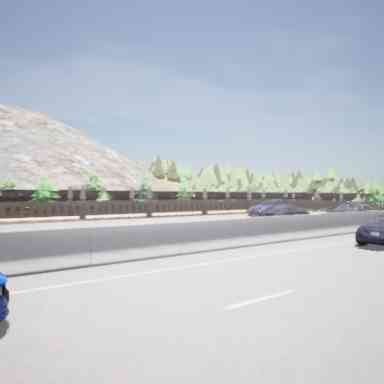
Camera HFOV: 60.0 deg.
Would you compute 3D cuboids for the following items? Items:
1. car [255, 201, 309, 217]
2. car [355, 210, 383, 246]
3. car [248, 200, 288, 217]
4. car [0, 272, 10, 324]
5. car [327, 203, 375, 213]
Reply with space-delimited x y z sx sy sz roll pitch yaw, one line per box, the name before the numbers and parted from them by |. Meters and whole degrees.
car | 7.473 1.702 26.593 4.181 1.385 1.994 0 0 -36
car | 8.965 1.656 14.493 4.181 1.385 1.994 0 0 -36
car | 7.346 1.508 30.810 4.553 1.767 2.097 0 0 -36
car | -5.193 1.478 4.293 5.008 1.535 1.882 0 0 -36
car | 12.358 1.643 25.791 4.902 1.511 2.128 0 0 -36
